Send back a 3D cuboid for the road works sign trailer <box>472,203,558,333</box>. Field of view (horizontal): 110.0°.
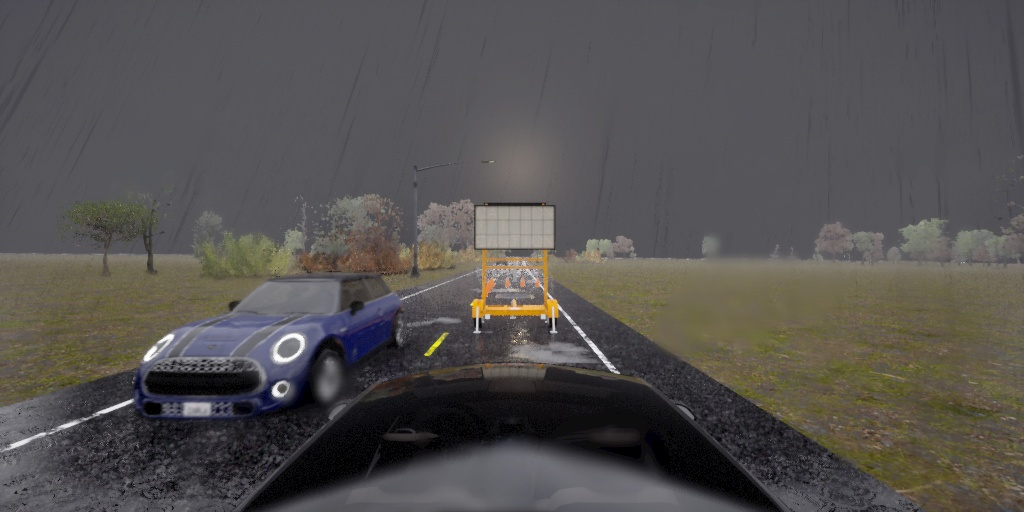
[{"bbox_3d":[0.084,0.218,10.737,2.380,3.560,2.880,0,0,0],"label":"road works sign trailer"}]

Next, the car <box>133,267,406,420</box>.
[{"bbox_3d":[-3.464,1.104,6.209,2.097,1.767,4.553,0,0,0],"label":"car"}]
